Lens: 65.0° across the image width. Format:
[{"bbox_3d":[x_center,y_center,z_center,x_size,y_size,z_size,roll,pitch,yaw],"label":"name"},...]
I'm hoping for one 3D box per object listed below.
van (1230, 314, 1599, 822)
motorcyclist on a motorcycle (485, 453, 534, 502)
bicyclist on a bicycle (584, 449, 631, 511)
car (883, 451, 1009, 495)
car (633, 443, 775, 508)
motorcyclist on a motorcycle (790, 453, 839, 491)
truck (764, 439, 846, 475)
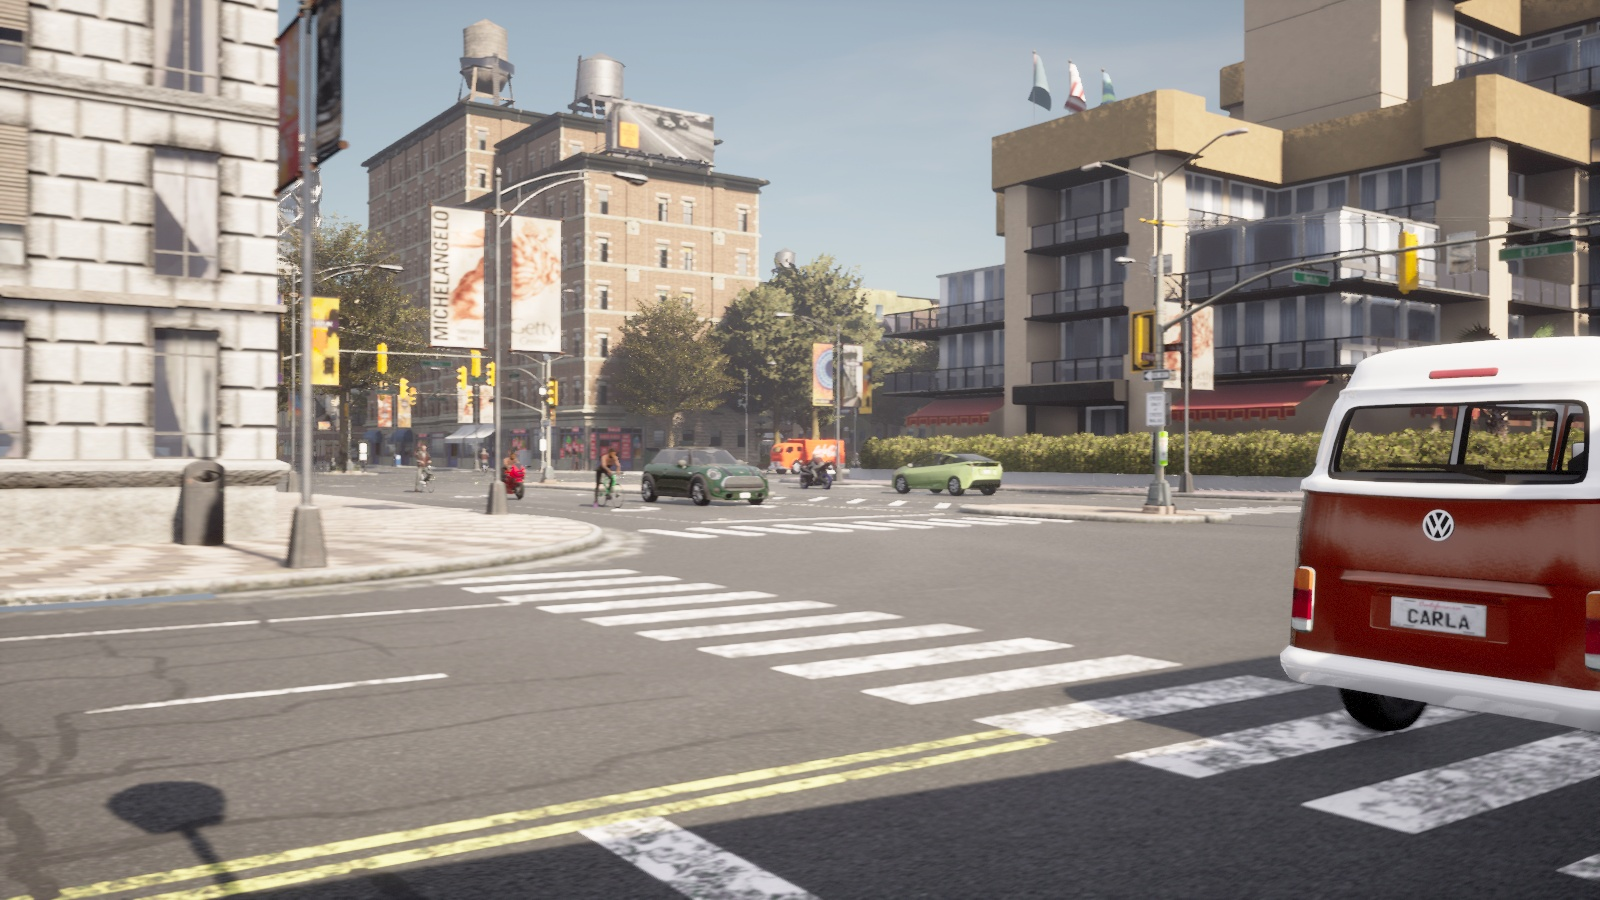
[{"bbox_3d":[4.644,0.476,6.892,4.480,2.038,2.069,0,0,-35],"label":"van"},{"bbox_3d":[-9.183,0.844,39.606,0.797,1.523,2.044,0,0,-35],"label":"motorcyclist on a motorcycle"},{"bbox_3d":[-5.235,0.793,34.034,0.582,1.620,1.656,0,0,-35],"label":"bicyclist on a bicycle"},{"bbox_3d":[5.206,0.793,45.243,2.007,1.525,4.514,0,0,-35],"label":"car"},{"bbox_3d":[-2.869,0.700,36.748,2.097,1.767,4.553,0,0,-35],"label":"car"},{"bbox_3d":[0.588,0.907,51.760,0.866,1.530,2.191,0,0,-35],"label":"motorcyclist on a motorcycle"},{"bbox_3d":[0.360,0.475,88.121,5.204,2.467,2.627,0,0,-36],"label":"truck"}]
